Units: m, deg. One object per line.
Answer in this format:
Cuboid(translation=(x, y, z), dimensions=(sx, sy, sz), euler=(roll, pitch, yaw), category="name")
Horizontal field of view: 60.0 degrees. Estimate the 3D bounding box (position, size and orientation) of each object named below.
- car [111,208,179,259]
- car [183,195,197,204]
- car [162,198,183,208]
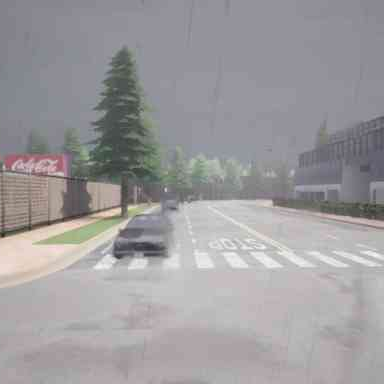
Cuboid(translation=(-1.629, 1.552, 12.842), dimensions=(2.033, 1.411, 5.357), euler=(0, 0, 0), category="car")
Cuboid(translation=(-0.438, 1.368, 62.935), dimensions=(1.837, 1.490, 4.892), euler=(0, 0, 20), category="car")
Cuboid(translation=(-2.404, 1.553, 38.389), dimensions=(2.033, 1.411, 5.357), euler=(0, 0, 0), category="car")
